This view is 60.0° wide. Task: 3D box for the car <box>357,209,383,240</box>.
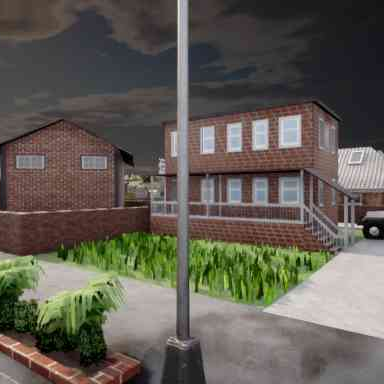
[{"bbox_3d":[8.493,0.973,12.590,3.866,1.878,1.905,0,0,36],"label":"car"}]
